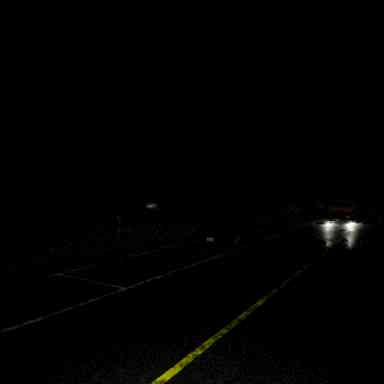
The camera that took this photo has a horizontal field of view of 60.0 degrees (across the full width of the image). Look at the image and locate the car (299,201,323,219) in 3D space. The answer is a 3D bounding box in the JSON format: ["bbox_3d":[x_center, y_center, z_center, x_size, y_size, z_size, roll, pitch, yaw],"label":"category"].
[{"bbox_3d":[10.702,1.582,29.454,1.802,1.307,4.206,0,0,32],"label":"car"}]

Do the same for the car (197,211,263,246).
[{"bbox_3d":[1.897,1.566,15.411,1.947,1.339,4.313,0,0,32],"label":"car"}]

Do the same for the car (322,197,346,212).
[{"bbox_3d":[16.573,1.441,38.816,1.967,1.590,4.097,0,0,32],"label":"car"}]

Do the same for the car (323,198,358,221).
[{"bbox_3d":[12.527,1.478,27.519,1.882,1.535,5.008,0,0,32],"label":"car"}]

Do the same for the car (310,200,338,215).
[{"bbox_3d":[13.638,1.567,34.135,1.947,1.339,4.313,0,0,32],"label":"car"}]
